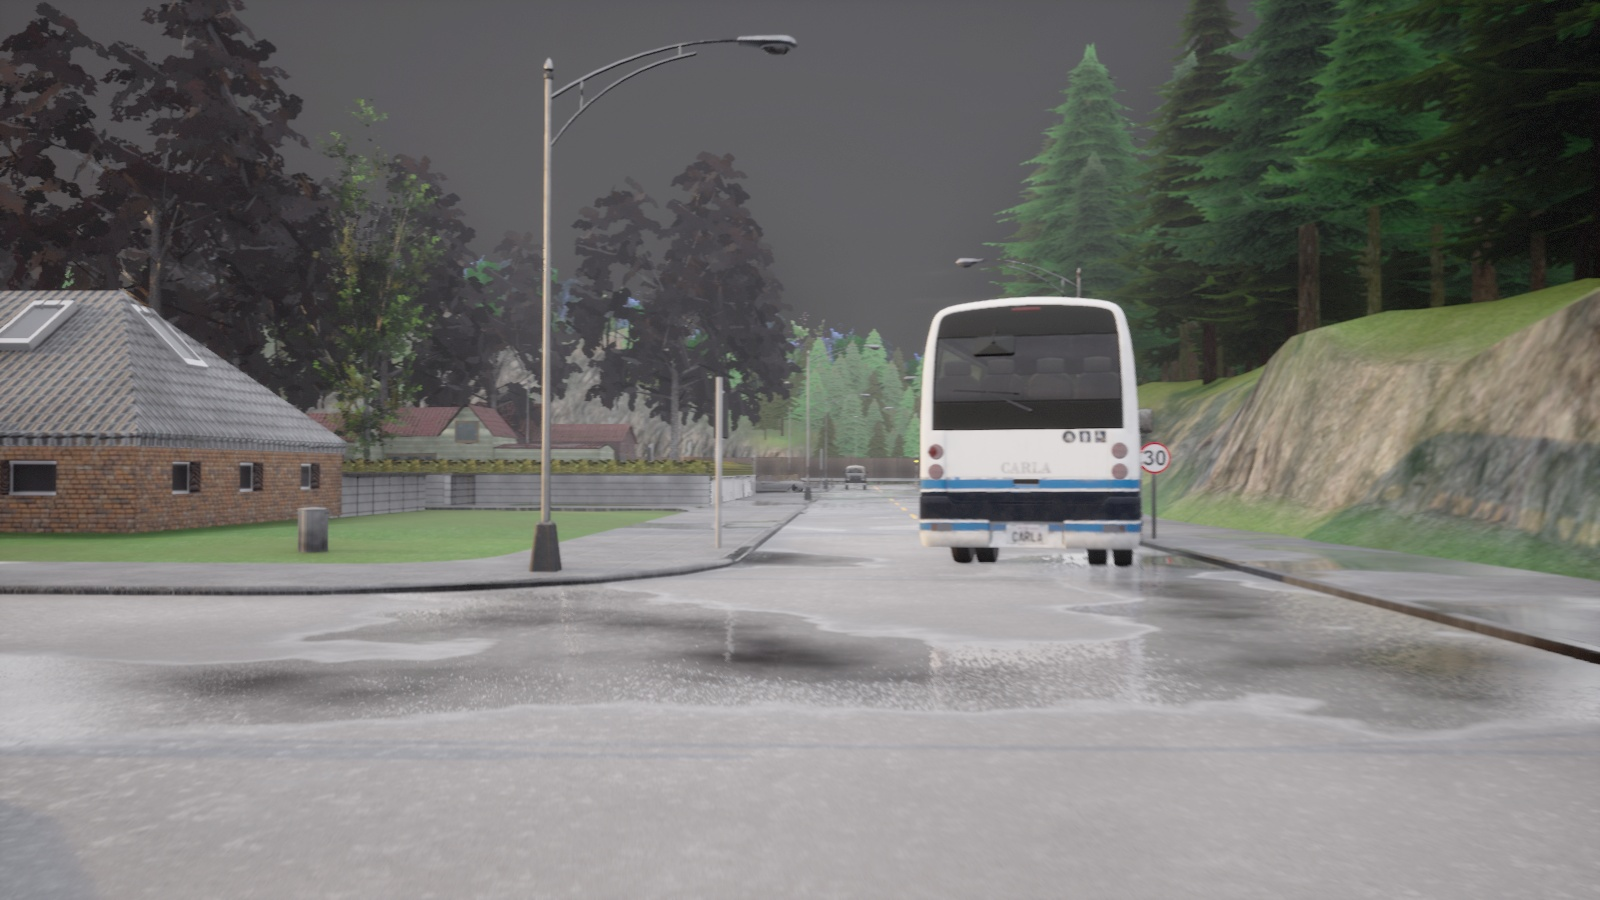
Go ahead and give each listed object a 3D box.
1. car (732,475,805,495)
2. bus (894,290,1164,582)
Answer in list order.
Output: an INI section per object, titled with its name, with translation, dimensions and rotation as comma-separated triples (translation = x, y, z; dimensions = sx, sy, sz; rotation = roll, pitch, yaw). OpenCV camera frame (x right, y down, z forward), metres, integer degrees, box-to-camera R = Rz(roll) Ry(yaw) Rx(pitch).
[car]
translation = -2.097, 2.327, 83.677
dimensions = 4.718, 1.301, 1.895
rotation = 0, -1, -6
[bus]
translation = 4.732, -0.169, 23.769
dimensions = 3.944, 4.253, 10.273
rotation = -1, 0, 15
